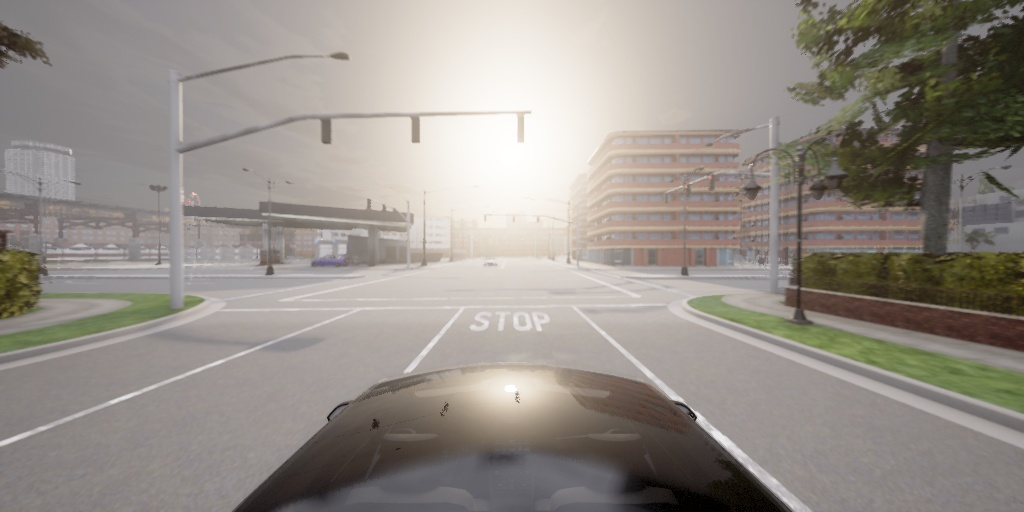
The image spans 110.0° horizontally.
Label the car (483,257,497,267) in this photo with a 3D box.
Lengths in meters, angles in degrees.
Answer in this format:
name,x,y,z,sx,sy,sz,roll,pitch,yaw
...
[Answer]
name,x,y,z,sx,sy,sz,roll,pitch,yaw
car,-3.088,0.827,51.618,1.812,1.442,4.674,0,2,-1
